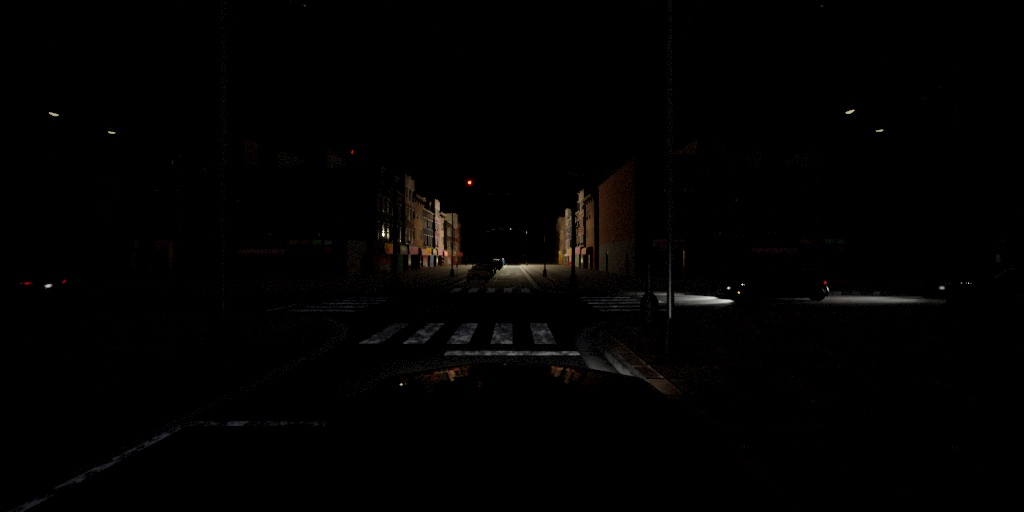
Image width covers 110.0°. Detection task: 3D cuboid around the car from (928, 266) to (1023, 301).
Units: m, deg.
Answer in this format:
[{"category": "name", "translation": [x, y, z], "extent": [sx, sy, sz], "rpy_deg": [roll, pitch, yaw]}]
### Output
[{"category": "car", "translation": [22.421, 1.210, 16.639], "extent": [4.902, 1.511, 2.128], "rpy_deg": [0, 0, 0]}]

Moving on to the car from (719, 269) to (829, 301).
[{"category": "car", "translation": [12.059, 1.302, 16.660], "extent": [4.181, 1.385, 1.994], "rpy_deg": [0, 0, 0]}]

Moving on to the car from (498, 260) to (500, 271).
[{"category": "car", "translation": [-2.616, 1.369, 40.066], "extent": [1.802, 1.307, 4.207], "rpy_deg": [0, 0, 0]}]

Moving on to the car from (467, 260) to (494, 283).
[{"category": "car", "translation": [-2.622, 1.294, 28.686], "extent": [1.751, 1.417, 4.829], "rpy_deg": [0, 0, 0]}]

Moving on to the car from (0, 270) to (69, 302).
[{"category": "car", "translation": [-23.621, 1.373, 16.731], "extent": [4.181, 1.385, 1.994], "rpy_deg": [0, 0, 0]}]

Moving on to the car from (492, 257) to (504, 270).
[{"category": "car", "translation": [-2.610, 1.252, 51.276], "extent": [1.967, 1.591, 4.097], "rpy_deg": [0, 0, 0]}]

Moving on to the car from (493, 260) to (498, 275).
[{"category": "car", "translation": [-2.619, 1.322, 34.461], "extent": [1.888, 1.381, 4.507], "rpy_deg": [0, 0, 0]}]
